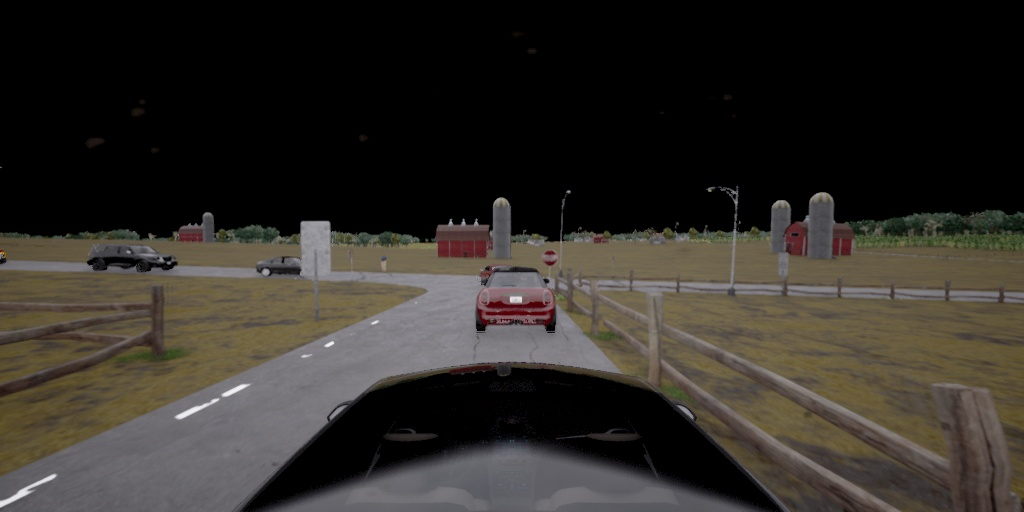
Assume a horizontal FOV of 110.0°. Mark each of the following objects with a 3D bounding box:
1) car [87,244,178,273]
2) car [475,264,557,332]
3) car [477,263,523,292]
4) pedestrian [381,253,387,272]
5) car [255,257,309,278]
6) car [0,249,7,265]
[{"bbox_3d":[-29.317,0.139,27.764,5.566,2.045,2.150,2,3,0],"label":"car"},{"bbox_3d":[0.102,1.107,11.031,2.097,1.767,4.553,0,0,0],"label":"car"},{"bbox_3d":[-0.902,1.243,22.659,1.882,1.535,5.008,0,0,-14],"label":"car"},{"bbox_3d":[-12.025,0.574,33.654,0.375,1.860,0.375,0,1,0],"label":"pedestrian"},{"bbox_3d":[-17.027,0.829,27.725,4.892,1.490,1.837,2,3,0],"label":"car"},{"bbox_3d":[-42.521,-0.020,27.864,4.902,1.511,2.128,2,3,1],"label":"car"}]
